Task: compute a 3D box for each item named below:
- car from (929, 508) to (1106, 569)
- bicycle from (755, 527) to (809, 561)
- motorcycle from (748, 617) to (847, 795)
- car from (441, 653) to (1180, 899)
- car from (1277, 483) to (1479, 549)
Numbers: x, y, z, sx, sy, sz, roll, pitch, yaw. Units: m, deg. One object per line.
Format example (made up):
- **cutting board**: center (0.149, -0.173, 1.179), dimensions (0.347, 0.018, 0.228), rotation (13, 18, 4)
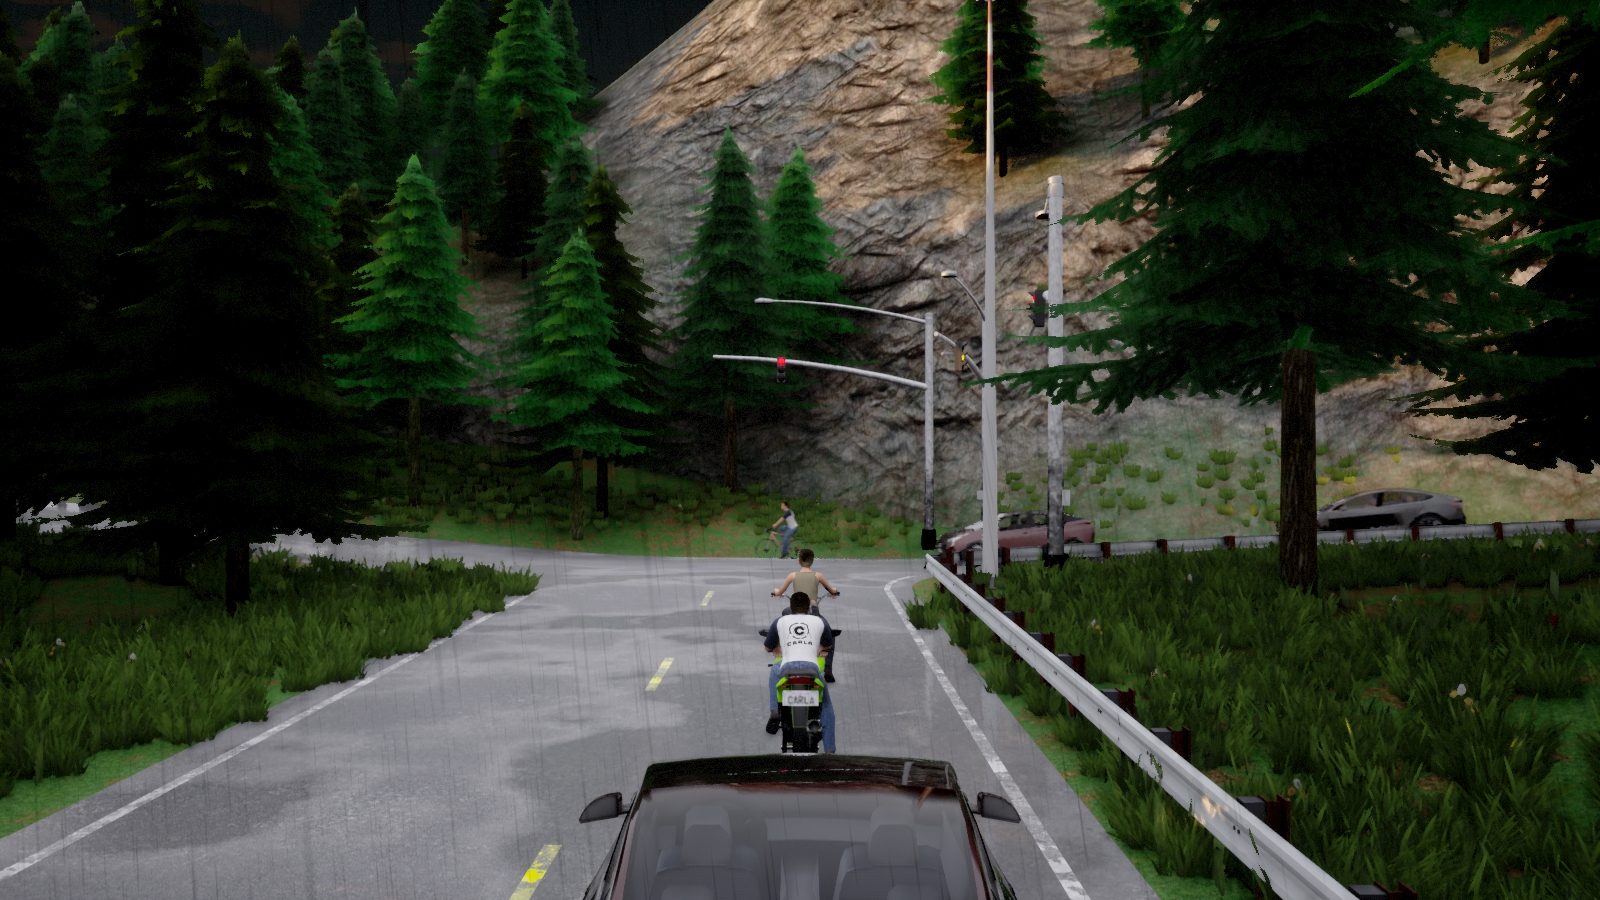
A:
- **car**: center (6.220, 2.515, 32.942), dimensions (4.514, 1.525, 2.007), rotation (-2, -3, -10)
- **bicycle**: center (-0.561, 2.881, 35.157), dimensions (1.643, 1.024, 0.373), rotation (0, -4, -3)
- **motorcycle**: center (-0.020, 2.213, 10.238), dimensions (0.803, 1.145, 2.033), rotation (0, 0, 0)
- **car**: center (0.029, 2.063, 5.012), dimensions (2.163, 1.488, 4.792), rotation (0, 0, 0)
- **car**: center (16.078, 1.849, 32.119), dimensions (4.792, 1.488, 2.163), rotation (-5, -2, 22)
